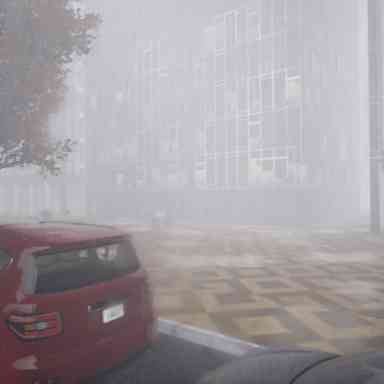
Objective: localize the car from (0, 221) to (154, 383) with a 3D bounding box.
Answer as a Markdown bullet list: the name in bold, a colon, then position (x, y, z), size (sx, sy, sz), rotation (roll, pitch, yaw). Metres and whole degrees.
- **car**: position (-2.761, 1.368, 4.851), size (5.009, 1.841, 2.192), rotation (-1, 0, 36)

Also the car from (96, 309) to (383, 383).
- **car**: position (1.734, 1.560, 1.638), size (4.313, 1.339, 1.947), rotation (-1, 0, 36)
